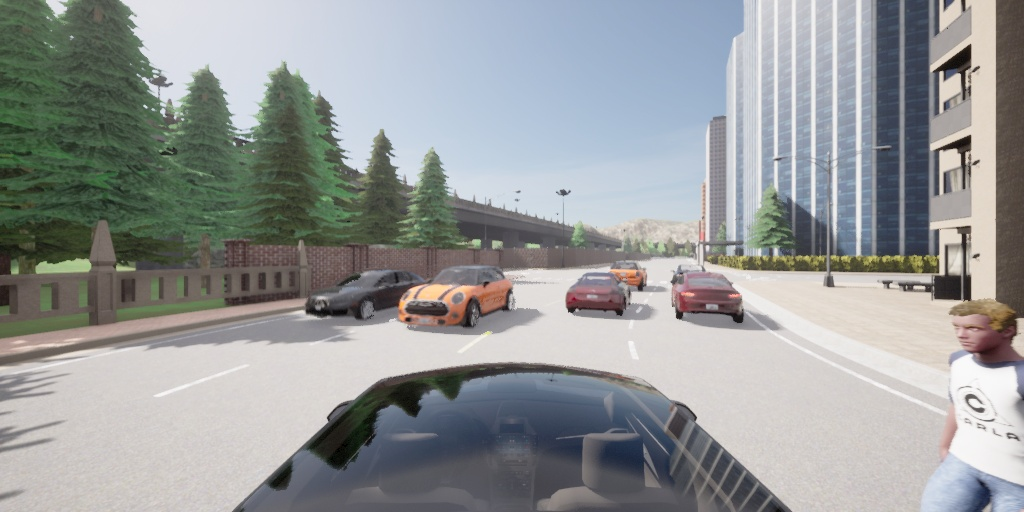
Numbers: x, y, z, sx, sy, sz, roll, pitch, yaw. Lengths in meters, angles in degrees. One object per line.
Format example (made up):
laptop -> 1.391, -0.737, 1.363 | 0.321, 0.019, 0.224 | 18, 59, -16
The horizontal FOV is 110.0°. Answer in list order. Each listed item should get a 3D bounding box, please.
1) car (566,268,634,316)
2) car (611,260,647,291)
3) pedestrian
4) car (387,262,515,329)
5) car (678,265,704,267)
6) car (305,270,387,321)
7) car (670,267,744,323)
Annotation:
car -> 3.386, 1.309, 13.649 | 1.994, 1.385, 4.181 | 0, 0, 22
car -> 7.162, 1.094, 22.265 | 2.097, 1.767, 4.553 | 0, 0, 24
pedestrian -> 2.434, 1.044, 1.778 | 0.375, 1.860, 0.375 | 0, 0, 3
car -> -1.533, 1.098, 11.439 | 2.097, 1.767, 4.553 | 0, 0, 20
car -> 10.213, 1.234, 20.535 | 2.128, 1.511, 4.902 | 0, 0, 25
car -> -4.807, 1.250, 12.653 | 1.837, 1.490, 4.892 | 0, 0, 19
car -> 6.497, 1.272, 12.219 | 1.812, 1.442, 4.674 | 0, 0, 22
